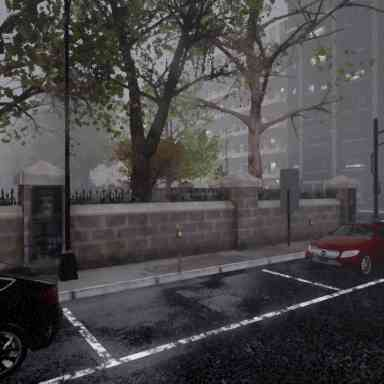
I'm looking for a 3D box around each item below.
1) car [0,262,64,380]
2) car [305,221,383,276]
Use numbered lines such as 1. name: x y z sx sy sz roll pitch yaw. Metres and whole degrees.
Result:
1. car: -3.791 1.566 3.886 4.313 1.339 1.947 0 0 -35
2. car: 5.279 1.581 10.232 4.206 1.307 1.802 0 0 -35
